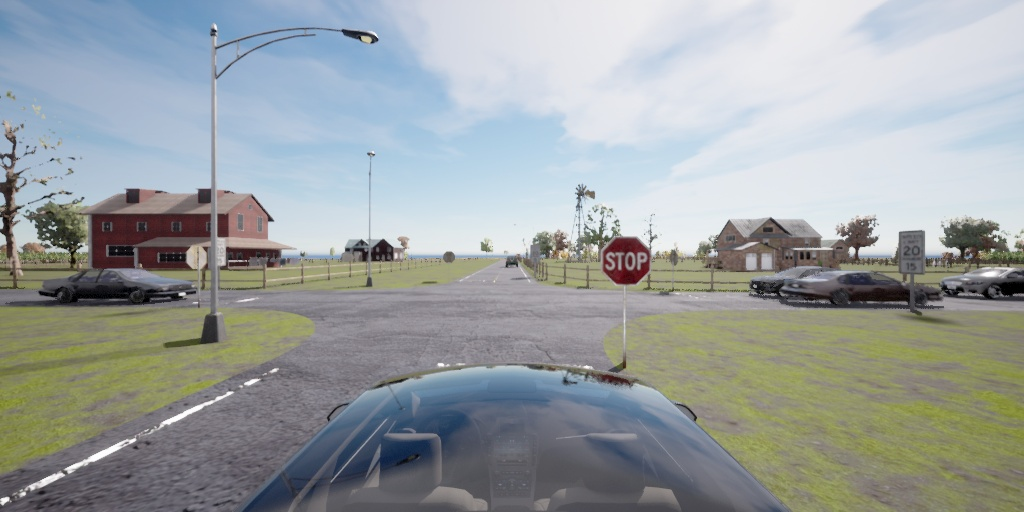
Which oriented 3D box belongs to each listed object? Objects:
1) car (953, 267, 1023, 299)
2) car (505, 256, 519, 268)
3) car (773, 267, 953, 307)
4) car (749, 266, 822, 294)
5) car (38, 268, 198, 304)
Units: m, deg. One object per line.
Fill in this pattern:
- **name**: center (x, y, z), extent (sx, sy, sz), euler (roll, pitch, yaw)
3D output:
- **car**: center (24.665, 1.326, 18.091), extent (4.902, 1.511, 2.128), euler (0, 0, 1)
- **car**: center (-0.003, 0.941, 62.375), extent (2.150, 2.045, 5.566), euler (0, 0, 0)
- **car**: center (14.810, 1.350, 15.419), extent (5.357, 1.411, 2.033), euler (0, 0, 4)
- **car**: center (14.815, 1.274, 18.169), extent (5.008, 1.535, 1.882), euler (0, 0, 0)
- **car**: center (-16.843, 1.248, 15.460), extent (5.357, 1.411, 2.033), euler (0, 0, 1)
